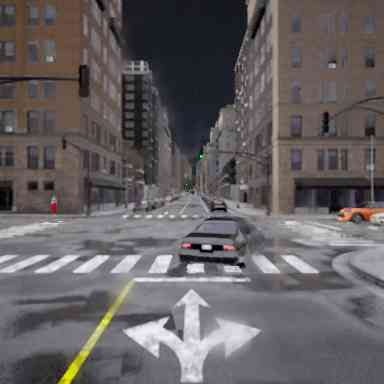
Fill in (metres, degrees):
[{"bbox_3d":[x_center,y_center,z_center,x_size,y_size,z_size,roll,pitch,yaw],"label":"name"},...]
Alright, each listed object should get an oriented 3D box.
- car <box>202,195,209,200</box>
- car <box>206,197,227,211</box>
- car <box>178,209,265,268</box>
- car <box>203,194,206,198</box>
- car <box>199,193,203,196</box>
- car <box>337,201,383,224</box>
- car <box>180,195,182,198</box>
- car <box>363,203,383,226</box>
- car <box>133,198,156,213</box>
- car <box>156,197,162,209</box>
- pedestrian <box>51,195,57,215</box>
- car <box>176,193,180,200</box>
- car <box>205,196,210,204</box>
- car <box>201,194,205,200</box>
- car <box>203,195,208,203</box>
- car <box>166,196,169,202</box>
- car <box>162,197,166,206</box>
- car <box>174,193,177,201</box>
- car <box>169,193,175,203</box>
[{"bbox_3d":[3.664,1.561,92.746,1.802,1.307,4.206,1,0,1],"label":"car"},{"bbox_3d":[2.977,1.564,37.443,1.947,1.339,4.313,1,0,1],"label":"car"},{"bbox_3d":[1.224,1.548,11.427,2.033,1.411,5.357,0,0,19],"label":"car"},{"bbox_3d":[3.183,1.539,54.034,1.887,1.381,4.507,1,0,1],"label":"car"},{"bbox_3d":[3.596,1.548,87.216,1.947,1.339,4.313,1,0,1],"label":"car"},{"bbox_3d":[13.586,1.501,25.480,4.553,1.767,2.097,0,-1,0],"label":"car"},{"bbox_3d":[-4.858,1.295,92.833,2.192,1.841,5.009,1,0,1],"label":"car"},{"bbox_3d":[14.415,1.648,22.210,4.674,1.442,1.812,0,-1,2],"label":"car"},{"bbox_3d":[-5.548,1.581,37.545,1.802,1.307,4.206,1,0,1],"label":"car"},{"bbox_3d":[-5.480,1.564,43.074,1.947,1.339,4.313,1,0,1],"label":"car"},{"bbox_3d":[-12.369,1.149,29.810,0.375,1.860,0.375,0,-1,0],"label":"pedestrian"},{"bbox_3d":[-4.929,1.549,87.305,1.947,1.339,4.313,1,0,1],"label":"car"},{"bbox_3d":[3.046,1.541,42.973,1.887,1.381,4.507,1,0,1],"label":"car"},{"bbox_3d":[3.321,1.557,65.094,1.947,1.339,4.313,1,0,1],"label":"car"},{"bbox_3d":[3.114,1.546,48.503,2.008,1.369,4.403,1,0,1],"label":"car"},{"bbox_3d":[-5.341,1.540,54.131,1.887,1.381,4.507,1,0,1],"label":"car"},{"bbox_3d":[-5.410,1.547,48.603,2.008,1.369,4.403,1,0,1],"label":"car"},{"bbox_3d":[-5.067,1.554,76.247,1.947,1.339,4.313,1,0,1],"label":"car"},{"bbox_3d":[-5.137,1.516,70.548,1.752,1.417,4.829,1,0,1],"label":"car"}]
